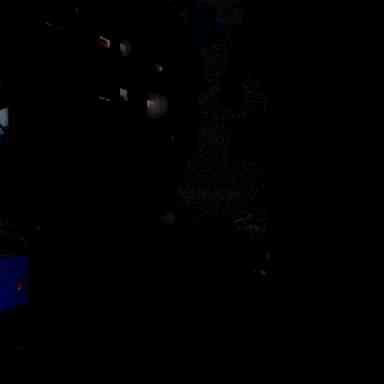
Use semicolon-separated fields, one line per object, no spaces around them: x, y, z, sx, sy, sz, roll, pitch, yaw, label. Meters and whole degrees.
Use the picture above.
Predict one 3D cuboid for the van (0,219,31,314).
-4.704;1.320;6.231;3.998;1.788;1.690;0;0;35;van
